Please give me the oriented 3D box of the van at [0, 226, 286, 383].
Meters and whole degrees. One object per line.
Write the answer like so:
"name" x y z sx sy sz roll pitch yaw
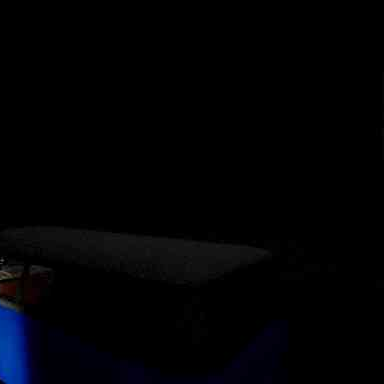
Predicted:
"van" -1.025 1.338 3.575 3.998 1.788 1.690 0 0 35
